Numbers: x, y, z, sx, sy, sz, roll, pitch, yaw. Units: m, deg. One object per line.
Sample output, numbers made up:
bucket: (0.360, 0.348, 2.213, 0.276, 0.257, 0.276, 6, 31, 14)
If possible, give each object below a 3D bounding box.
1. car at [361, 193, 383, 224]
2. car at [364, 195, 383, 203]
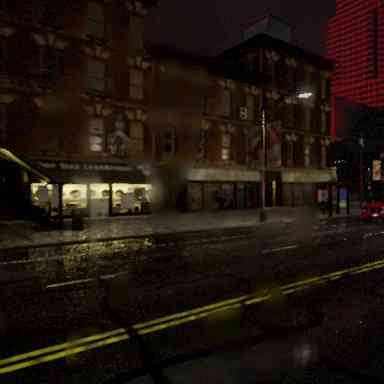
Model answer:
car: (13.664, 1.065, 22.341, 5.566, 2.045, 2.150, 0, 0, -36)
car: (33.144, 1.190, 59.403, 1.895, 1.301, 4.718, 0, 0, -8)
